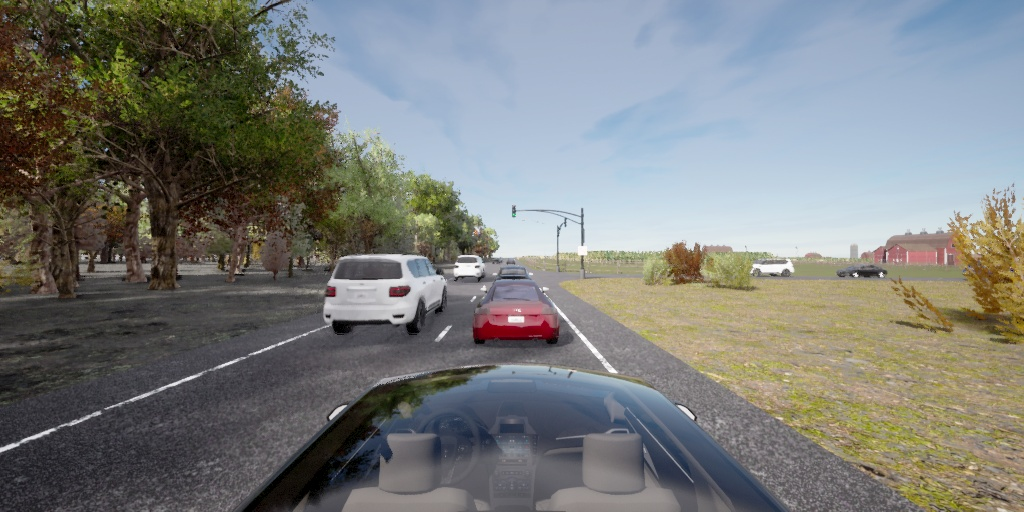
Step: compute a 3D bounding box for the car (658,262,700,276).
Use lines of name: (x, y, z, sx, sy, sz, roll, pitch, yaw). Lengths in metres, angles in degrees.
car: (18.895, 1.492, 40.980, 5.008, 1.535, 1.882, 1, -1, 0)

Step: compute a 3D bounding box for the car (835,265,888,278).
car: (39.836, 1.749, 40.938, 4.892, 1.490, 1.837, 1, -1, 0)

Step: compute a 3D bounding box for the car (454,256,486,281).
car: (-3.489, 0.980, 30.274, 2.150, 2.045, 5.566, 0, 0, 0)

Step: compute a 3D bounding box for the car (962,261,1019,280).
car: (50.596, 1.522, 37.326, 5.566, 2.045, 2.150, 1, -1, 1)

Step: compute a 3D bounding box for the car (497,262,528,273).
car: (0.054, 1.259, 18.541, 1.837, 1.490, 4.892, 0, 0, 0)

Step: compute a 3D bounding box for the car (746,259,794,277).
car: (28.981, 1.344, 40.971, 5.566, 2.045, 2.150, 0, -1, 0)

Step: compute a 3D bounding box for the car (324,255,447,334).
car: (-3.426, 0.975, 10.801, 2.150, 2.045, 5.566, 0, 0, 0)

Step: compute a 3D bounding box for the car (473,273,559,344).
car: (0.077, 1.316, 9.608, 1.994, 1.385, 4.181, 0, 0, 0)
